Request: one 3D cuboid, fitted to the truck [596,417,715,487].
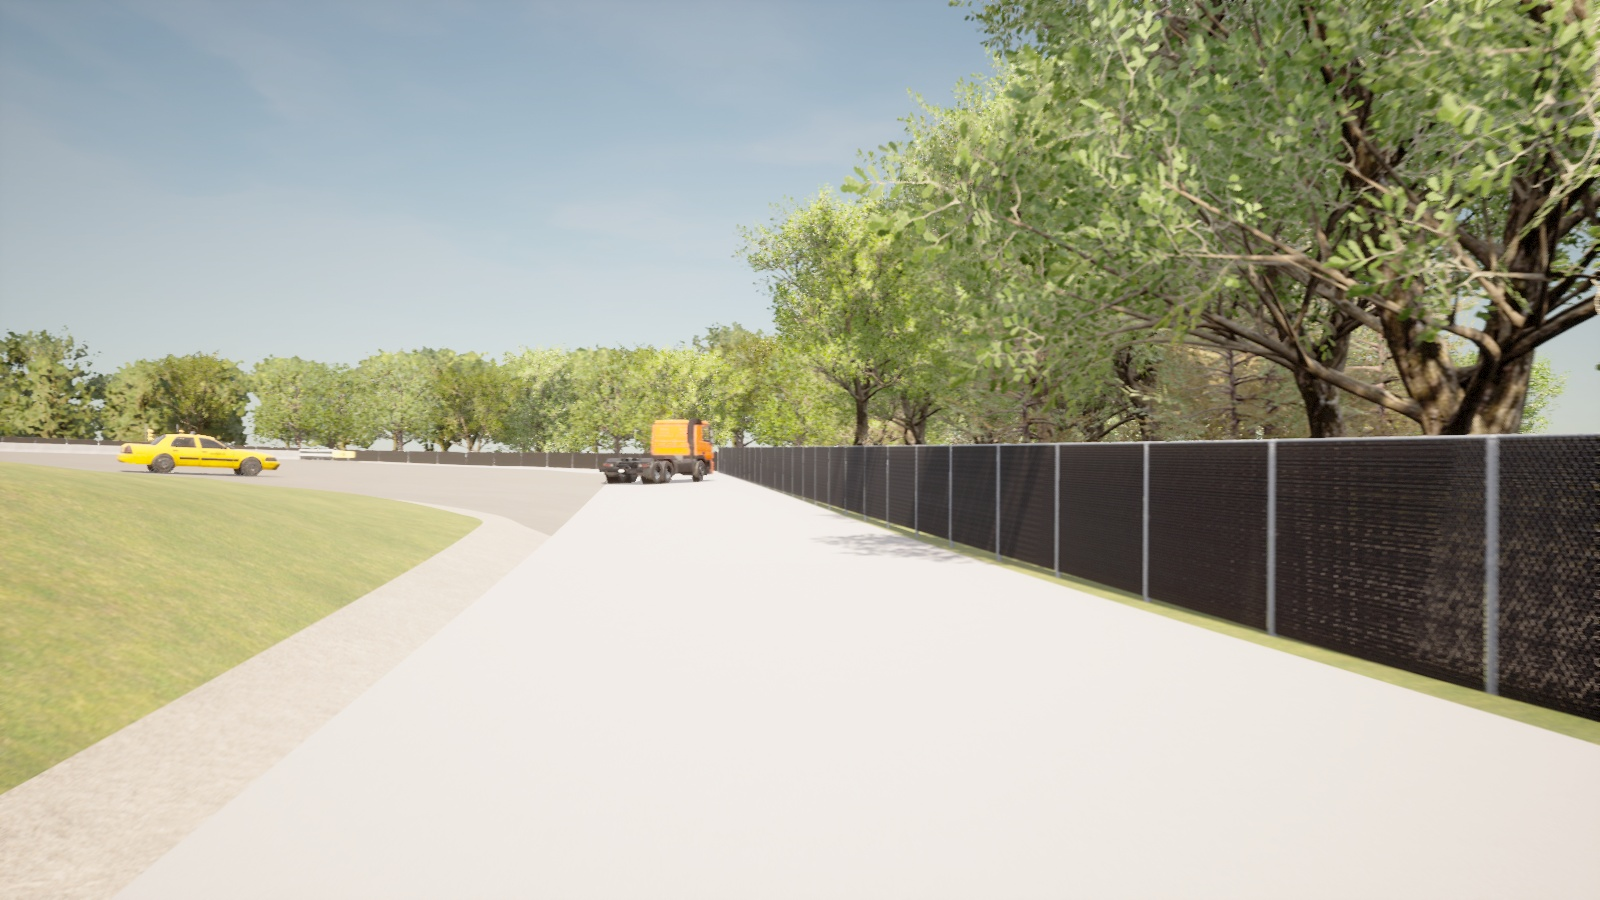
[{"bbox_3d":[-7.536,0.071,66.731,2.891,3.462,7.936,0,0,22],"label":"truck"}]

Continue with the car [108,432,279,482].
[{"bbox_3d":[-22.183,0.272,46.058,5.366,1.575,1.801,3,-1,-35],"label":"car"}]
